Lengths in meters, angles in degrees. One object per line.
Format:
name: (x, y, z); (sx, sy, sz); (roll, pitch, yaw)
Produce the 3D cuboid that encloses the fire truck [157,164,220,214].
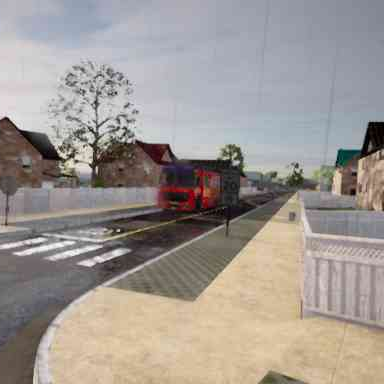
fire truck: (0.065, -0.314, 27.996); (2.891, 3.827, 8.468); (4, 2, 18)
